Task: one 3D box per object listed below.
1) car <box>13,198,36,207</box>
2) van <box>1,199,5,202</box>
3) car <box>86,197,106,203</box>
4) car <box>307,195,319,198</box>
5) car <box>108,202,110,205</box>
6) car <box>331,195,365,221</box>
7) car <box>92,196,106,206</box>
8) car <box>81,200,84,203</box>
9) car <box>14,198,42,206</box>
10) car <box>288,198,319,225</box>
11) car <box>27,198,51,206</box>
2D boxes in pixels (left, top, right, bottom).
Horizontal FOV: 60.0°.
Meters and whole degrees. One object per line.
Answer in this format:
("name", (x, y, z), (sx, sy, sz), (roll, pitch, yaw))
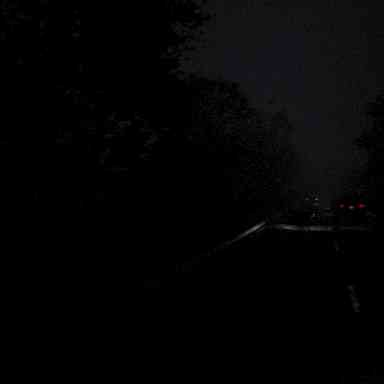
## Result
("car", (-26.050, 2.193, 51.689), (4.792, 1.488, 2.163), (0, 0, 21))
("van", (-27.865, 1.942, 46.442), (4.442, 1.987, 1.878), (0, 0, 21))
("car", (-25.783, 2.053, 89.479), (4.892, 1.521, 2.231), (0, 0, 21))
("car", (23.284, 1.368, 64.203), (2.097, 1.767, 4.553), (0, 0, 21))
("car", (-19.214, 1.902, 69.876), (5.566, 2.045, 2.435), (0, 0, 21))
("car", (13.419, 1.273, 28.531), (2.150, 2.045, 5.566), (0, 0, 21))
("car", (-20.159, 2.155, 67.266), (5.008, 1.535, 2.097), (0, 0, 21))
("car", (-22.111, 2.159, 62.069), (4.892, 1.521, 2.231), (0, 0, 21))
("car", (-33.854, 2.097, 68.548), (5.366, 1.575, 1.946), (0, 0, 21))
("car", (8.286, 1.512, 24.709), (1.882, 1.535, 5.008), (0, 0, 21))
("car", (-32.692, 2.140, 71.106), (4.674, 1.452, 2.002), (0, 0, 21))
